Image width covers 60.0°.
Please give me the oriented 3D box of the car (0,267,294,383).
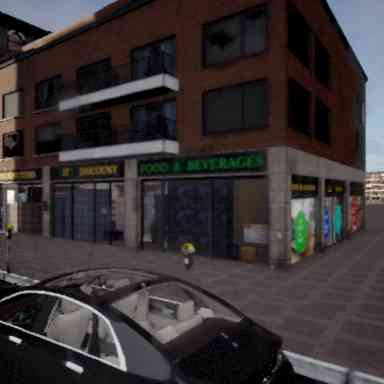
[{"bbox_3d":[-1.152,1.550,3.697,4.403,1.369,2.008,0,0,35],"label":"car"}]
